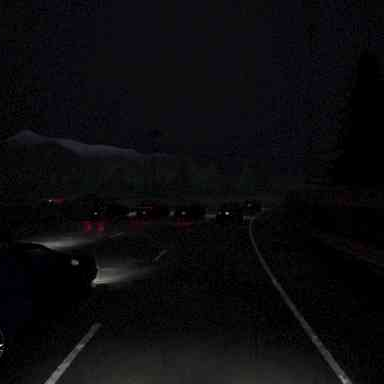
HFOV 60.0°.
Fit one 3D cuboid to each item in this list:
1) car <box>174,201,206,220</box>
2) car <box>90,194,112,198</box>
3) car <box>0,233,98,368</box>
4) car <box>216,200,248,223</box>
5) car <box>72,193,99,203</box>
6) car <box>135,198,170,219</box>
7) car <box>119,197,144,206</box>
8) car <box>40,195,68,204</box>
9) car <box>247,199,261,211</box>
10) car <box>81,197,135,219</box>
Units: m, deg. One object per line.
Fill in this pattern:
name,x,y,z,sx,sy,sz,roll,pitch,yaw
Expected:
car,-0.087,1.490,28.085,1.882,1.535,5.008,0,0,12
car,-13.975,1.486,55.028,2.128,1.511,4.902,0,0,21
car,-3.199,1.543,5.313,2.033,1.411,5.357,0,0,3
car,3.025,1.565,26.088,2.033,1.411,5.357,0,0,12
car,-17.546,1.207,55.498,2.150,2.045,5.566,0,0,21
car,-3.354,1.498,29.456,2.128,1.511,4.902,0,0,13
car,-10.018,1.604,55.542,1.895,1.301,4.718,0,0,22
car,-22.057,1.329,53.332,2.097,1.767,4.553,0,0,20
car,7.633,1.599,42.287,1.994,1.385,4.181,0,0,19
car,-7.106,1.489,28.707,2.128,1.511,4.902,0,0,12
